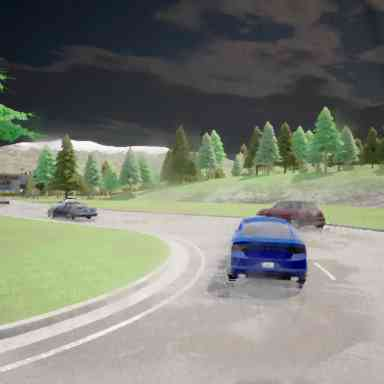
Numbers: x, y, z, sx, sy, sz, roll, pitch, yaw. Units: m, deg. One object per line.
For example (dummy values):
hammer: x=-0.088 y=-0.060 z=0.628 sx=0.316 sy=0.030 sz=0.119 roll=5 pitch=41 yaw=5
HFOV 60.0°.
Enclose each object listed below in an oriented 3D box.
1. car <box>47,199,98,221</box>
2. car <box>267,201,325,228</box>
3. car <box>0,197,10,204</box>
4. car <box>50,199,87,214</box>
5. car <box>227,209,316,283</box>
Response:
car: x=-9.986 y=1.547 z=27.700 sx=5.357 sy=1.411 sz=2.033 roll=0 pitch=0 yaw=41
car: x=6.190 y=1.352 z=21.445 sx=2.097 sy=1.767 sz=4.553 roll=0 pitch=0 yaw=-28
car: x=-34.594 y=1.601 z=60.754 sx=1.895 sy=1.301 sz=4.718 roll=0 pitch=0 yaw=-36
car: x=-13.259 y=1.526 z=35.461 sx=4.674 sy=1.442 sz=1.812 roll=0 pitch=0 yaw=44
car: x=2.095 y=1.478 z=9.846 sx=1.882 sy=1.535 sz=5.008 roll=1 pitch=0 yaw=9
